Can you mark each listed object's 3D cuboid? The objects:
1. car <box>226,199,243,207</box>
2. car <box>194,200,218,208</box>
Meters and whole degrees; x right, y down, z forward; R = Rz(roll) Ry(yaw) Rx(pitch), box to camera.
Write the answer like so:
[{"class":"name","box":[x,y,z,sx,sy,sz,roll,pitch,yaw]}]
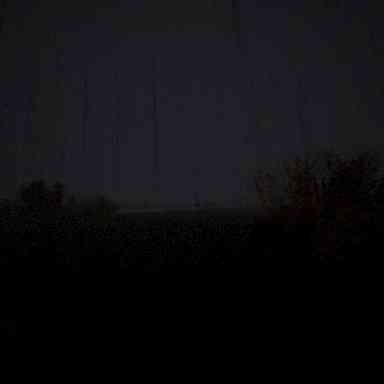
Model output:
[{"class":"car","box":[8.547,2.101,66.366,2.128,1.511,4.902,-1,-1,36]},{"class":"car","box":[2.461,2.042,57.908,2.033,1.411,5.357,-1,-1,36]}]
